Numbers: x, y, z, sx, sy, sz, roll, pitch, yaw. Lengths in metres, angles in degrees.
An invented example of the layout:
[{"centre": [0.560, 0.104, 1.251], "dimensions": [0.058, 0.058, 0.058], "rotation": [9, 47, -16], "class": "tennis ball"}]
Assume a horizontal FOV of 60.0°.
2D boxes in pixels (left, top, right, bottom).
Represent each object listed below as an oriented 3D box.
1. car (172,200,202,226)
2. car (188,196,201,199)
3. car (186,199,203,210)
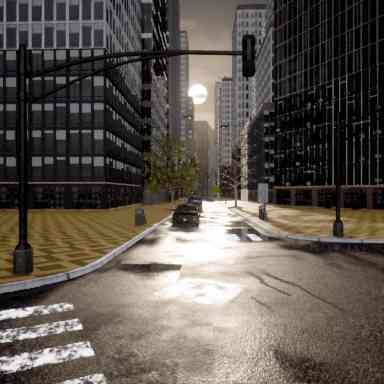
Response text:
[{"centre": [-0.397, 1.654, 25.400], "dimensions": [1.882, 1.535, 5.008], "rotation": [0, 0, 2], "class": "car"}, {"centre": [0.389, 1.554, 46.265], "dimensions": [2.150, 2.045, 5.566], "rotation": [0, 0, 2], "class": "car"}, {"centre": [-0.011, 1.777, 35.613], "dimensions": [1.812, 1.442, 4.674], "rotation": [0, 0, 2], "class": "car"}]
